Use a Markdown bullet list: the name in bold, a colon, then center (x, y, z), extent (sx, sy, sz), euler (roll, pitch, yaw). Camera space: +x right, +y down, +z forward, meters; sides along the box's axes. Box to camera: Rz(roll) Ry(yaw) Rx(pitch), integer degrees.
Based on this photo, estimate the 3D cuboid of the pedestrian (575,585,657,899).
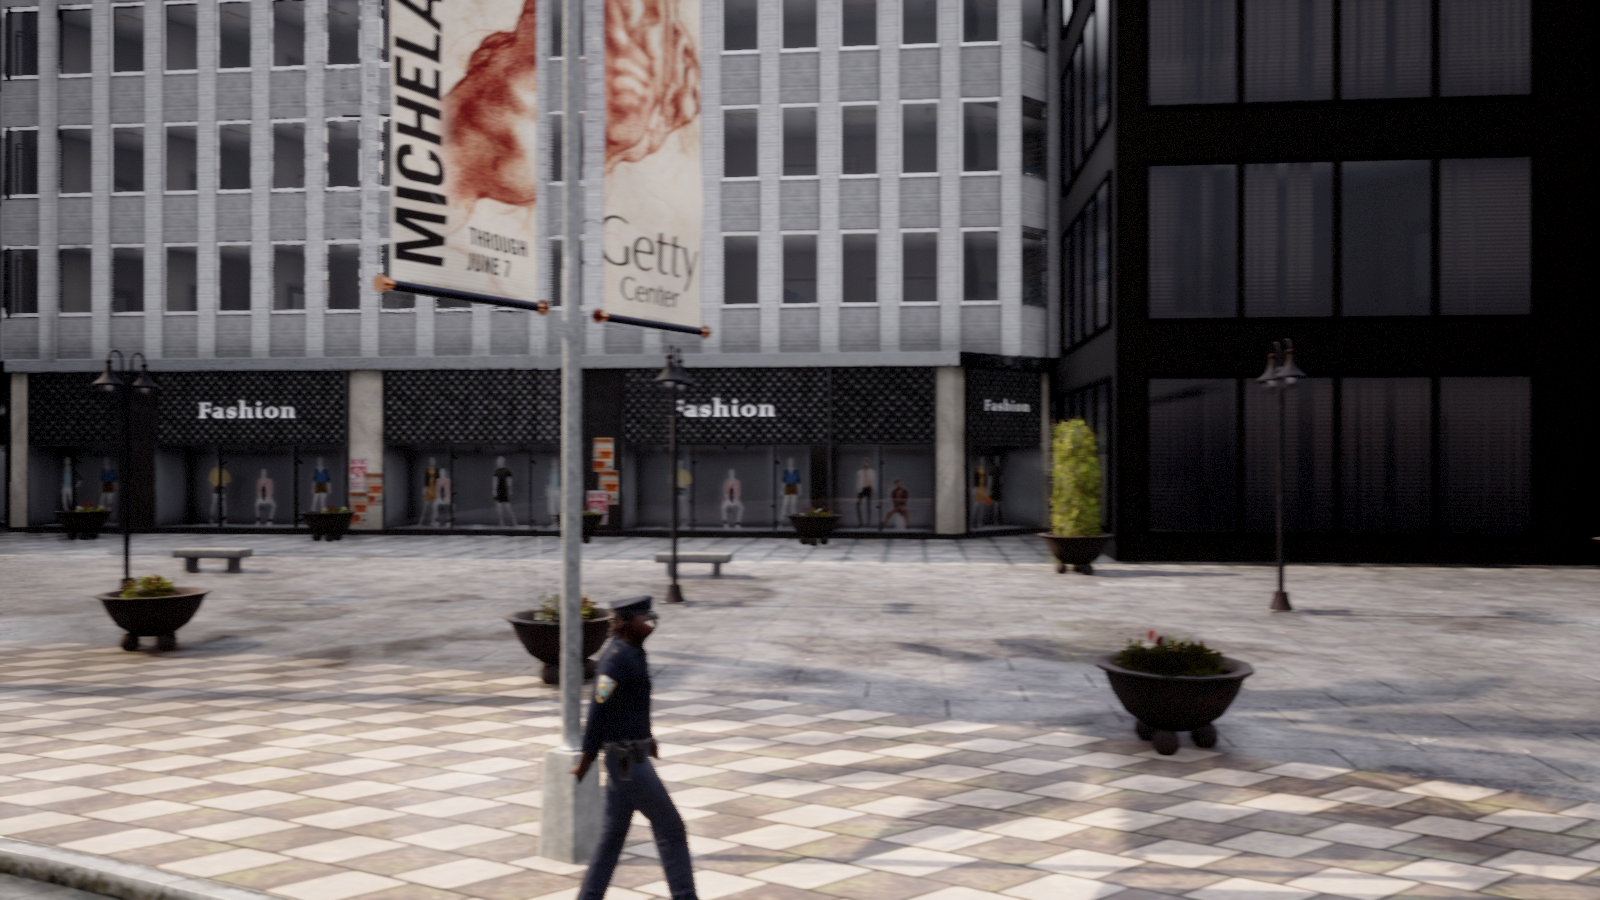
- **pedestrian**: center (-1.003, 1.695, 6.279), extent (0.375, 1.860, 0.375), euler (0, 0, 3)
